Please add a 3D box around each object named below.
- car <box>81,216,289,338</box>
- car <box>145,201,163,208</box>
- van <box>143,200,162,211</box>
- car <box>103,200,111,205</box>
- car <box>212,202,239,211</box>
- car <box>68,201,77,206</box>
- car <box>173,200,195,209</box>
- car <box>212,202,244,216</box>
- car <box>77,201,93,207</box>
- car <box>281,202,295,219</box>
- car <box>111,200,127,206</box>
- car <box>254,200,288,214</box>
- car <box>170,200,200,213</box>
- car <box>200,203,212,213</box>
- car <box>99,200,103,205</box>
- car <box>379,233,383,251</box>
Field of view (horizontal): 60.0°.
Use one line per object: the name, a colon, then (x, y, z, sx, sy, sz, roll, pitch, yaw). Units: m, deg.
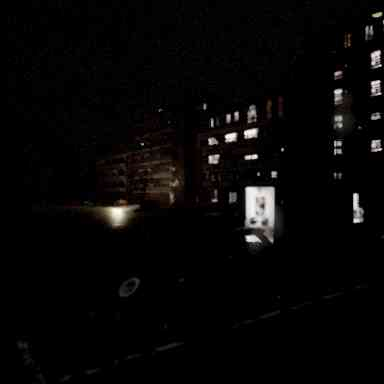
car: (-0.014, 1.454, 6.562, 4.097, 1.590, 1.967, 0, -1, -36)
car: (-7.973, 2.556, 69.385, 1.802, 1.307, 4.206, -1, 0, -36)
van: (-6.257, 2.134, 52.691, 1.690, 1.788, 3.998, -1, 0, -36)
car: (-21.051, 2.866, 87.419, 1.947, 1.339, 4.313, -1, 0, -36)
car: (5.168, 2.231, 51.399, 1.802, 1.307, 4.206, -1, 0, -36)
car: (-31.106, 2.957, 87.009, 1.887, 1.381, 4.507, -1, 0, -36)
car: (-1.434, 2.252, 60.372, 1.967, 1.590, 4.097, -1, 0, -36)
car: (4.754, 2.069, 37.339, 2.008, 1.369, 4.403, -1, 0, -36)
car: (-24.567, 2.800, 77.992, 2.008, 1.369, 4.403, -1, 0, -36)
car: (8.024, 1.988, 32.831, 2.008, 1.369, 4.403, -1, 0, -36)
car: (-17.785, 2.659, 82.911, 1.967, 1.590, 4.097, -1, 0, -36)
car: (10.433, 1.960, 44.221, 1.967, 1.590, 4.097, -1, 0, -36)
car: (-1.332, 2.214, 45.809, 1.887, 1.381, 4.507, -1, 0, -36)
car: (1.197, 2.252, 46.909, 1.895, 1.301, 4.718, 0, -1, -36)
car: (-24.321, 2.927, 91.928, 1.887, 1.381, 4.507, -1, 0, -36)
car: (8.983, 1.640, 12.986, 4.206, 1.307, 1.802, 0, -1, -36)
